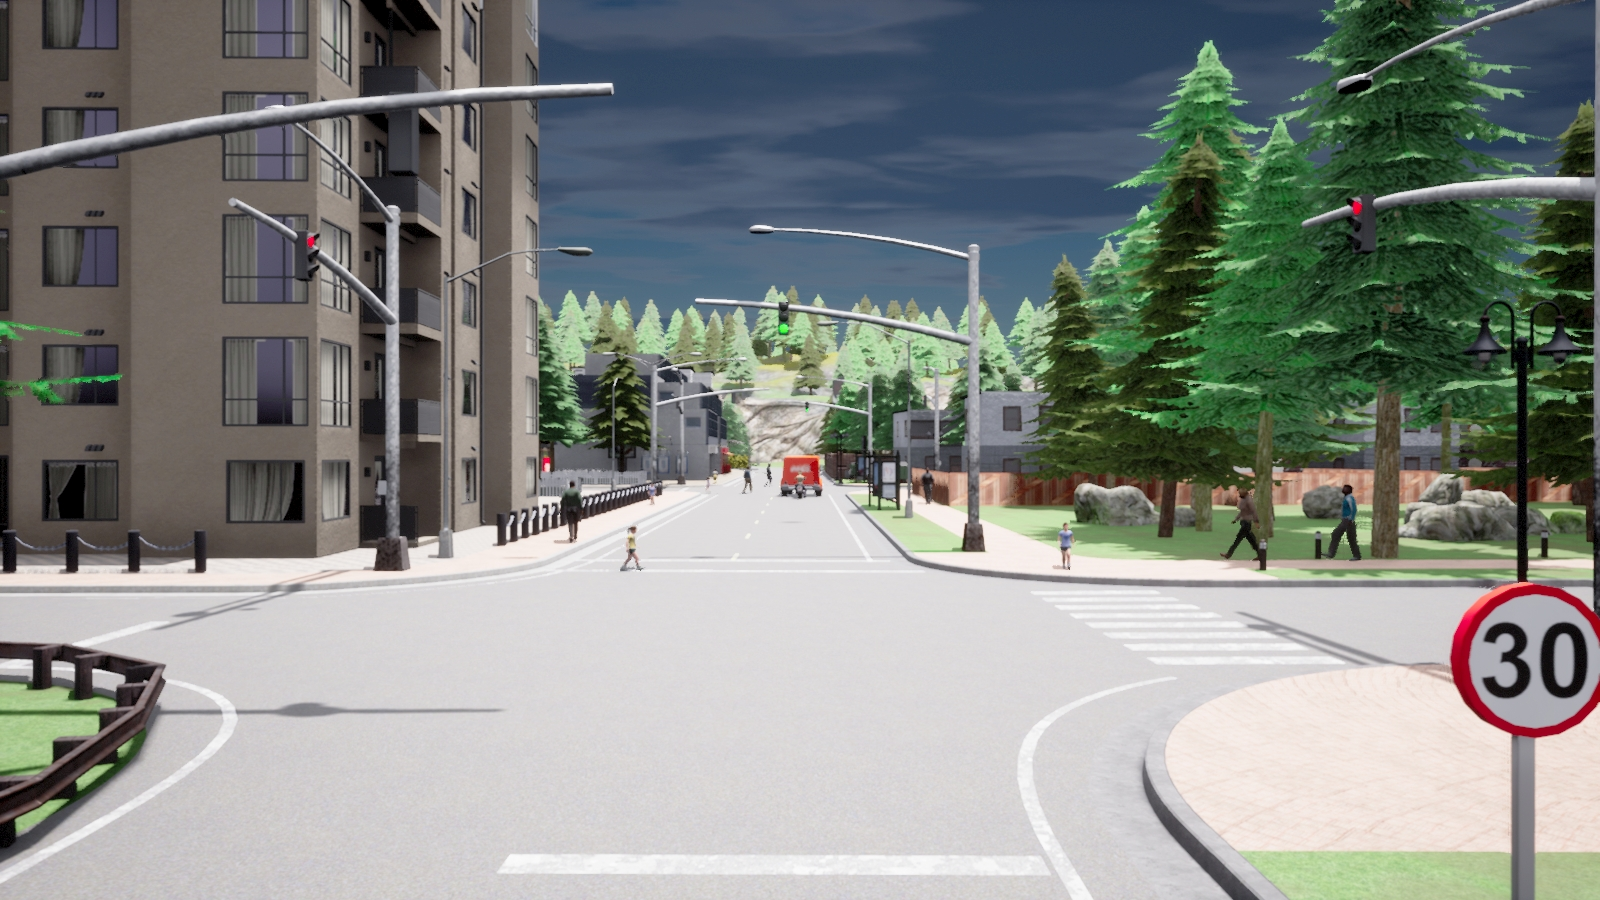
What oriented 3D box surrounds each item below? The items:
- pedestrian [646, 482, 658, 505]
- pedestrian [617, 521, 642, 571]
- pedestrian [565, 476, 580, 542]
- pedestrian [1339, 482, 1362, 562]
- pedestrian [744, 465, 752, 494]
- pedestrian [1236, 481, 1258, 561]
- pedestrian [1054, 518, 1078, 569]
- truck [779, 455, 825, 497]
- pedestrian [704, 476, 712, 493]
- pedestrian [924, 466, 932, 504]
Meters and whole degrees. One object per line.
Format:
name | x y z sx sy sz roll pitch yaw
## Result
pedestrian | -7.080 2.088 54.735 0.500 1.100 0.500 0 0 -1
pedestrian | -3.944 2.223 26.488 0.500 1.100 0.500 0 0 1
pedestrian | -6.544 1.694 32.924 0.375 1.860 0.375 0 0 -4
pedestrian | 12.928 1.677 26.840 0.375 1.860 0.375 0 0 3
pedestrian | -3.360 1.867 73.383 0.375 1.860 0.375 0 0 43
pedestrian | 10.549 1.678 26.963 0.375 1.860 0.375 0 0 4
pedestrian | 5.906 2.069 25.404 0.500 1.100 0.500 0 0 10
truck | 0.160 1.590 71.404 2.627 2.467 5.204 0 0 3
pedestrian | -5.993 2.251 74.555 0.500 1.100 0.500 0 0 -3
pedestrian | 6.266 1.706 55.917 0.375 1.860 0.375 0 0 1
